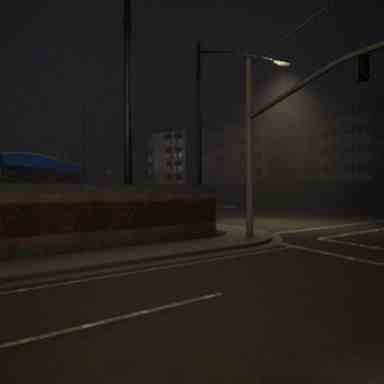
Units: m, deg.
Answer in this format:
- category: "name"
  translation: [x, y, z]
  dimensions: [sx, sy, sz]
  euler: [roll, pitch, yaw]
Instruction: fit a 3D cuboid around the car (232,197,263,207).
- category: "car"
  translation: [7.410, 1.383, 44.816]
  dimensions: [1.994, 1.385, 4.181]
  euler: [0, 0, -42]
